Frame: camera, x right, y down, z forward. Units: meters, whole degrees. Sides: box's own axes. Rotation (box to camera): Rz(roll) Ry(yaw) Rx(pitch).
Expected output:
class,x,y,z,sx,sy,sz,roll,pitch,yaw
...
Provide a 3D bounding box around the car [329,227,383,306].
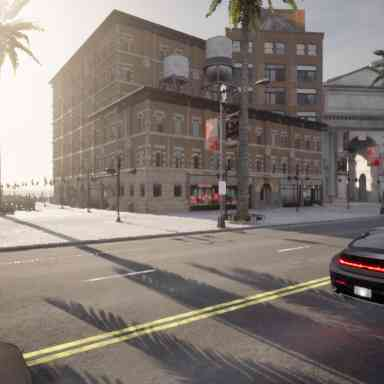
class,x,y,z,sx,sy,sz,roll,pitch,yaw
car,4.966,1.504,7.252,4.892,1.490,1.837,0,0,-36

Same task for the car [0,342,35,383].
class,x,y,z,sx,sy,sz,roll,pitch,yaw
car,-3.440,1.548,1.282,5.357,1.411,2.033,0,0,-36
